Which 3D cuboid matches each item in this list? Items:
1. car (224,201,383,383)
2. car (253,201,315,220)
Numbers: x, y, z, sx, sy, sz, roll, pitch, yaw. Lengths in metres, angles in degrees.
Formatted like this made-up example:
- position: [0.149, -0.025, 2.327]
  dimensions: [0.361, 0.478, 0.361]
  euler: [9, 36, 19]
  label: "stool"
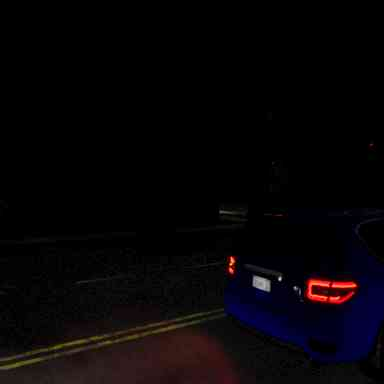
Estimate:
- position: [3.109, 1.221, 5.557]
  dimensions: [5.566, 2.045, 2.150]
  euler: [0, 0, -33]
  label: "car"
- position: [7.942, 1.544, 29.232]
  dimensions: [2.033, 1.411, 5.357]
  euler: [0, 0, -31]
  label: "car"
